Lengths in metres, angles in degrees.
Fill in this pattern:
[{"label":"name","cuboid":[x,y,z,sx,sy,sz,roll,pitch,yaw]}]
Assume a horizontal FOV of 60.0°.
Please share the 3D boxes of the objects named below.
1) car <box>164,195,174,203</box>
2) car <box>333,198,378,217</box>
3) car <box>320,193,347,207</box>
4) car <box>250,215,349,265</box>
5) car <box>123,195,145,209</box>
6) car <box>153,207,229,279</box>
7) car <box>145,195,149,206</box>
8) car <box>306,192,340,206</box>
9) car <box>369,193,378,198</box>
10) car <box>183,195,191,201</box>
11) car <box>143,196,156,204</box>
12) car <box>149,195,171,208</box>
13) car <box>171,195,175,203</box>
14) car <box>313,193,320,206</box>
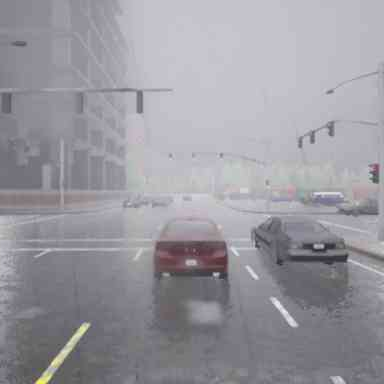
[{"label":"car","cuboid":[-4.574,1.377,66.347,1.837,1.490,4.892,0,0,-1]},{"label":"car","cuboid":[16.409,1.541,30.758,5.357,1.411,2.033,0,0,-1]},{"label":"car","cuboid":[24.338,1.339,56.253,3.806,1.475,1.970,0,0,0]},{"label":"car","cuboid":[3.409,1.525,11.590,2.033,1.411,5.357,0,0,-1]},{"label":"car","cuboid":[-7.905,1.408,43.974,2.128,1.511,4.902,0,0,-1]},{"label":"car","cuboid":[-0.052,1.458,10.067,1.882,1.535,5.008,0,0,-1]},{"label":"car","cuboid":[-7.999,1.251,53.186,2.097,1.767,4.553,0,0,0]},{"label":"car","cuboid":[24.262,1.086,61.831,4.605,1.855,1.932,0,0,0]},{"label":"car","cuboid":[39.298,1.073,67.451,4.605,1.855,1.932,0,0,0]},{"label":"car","cuboid":[-1.239,1.440,80.606,1.895,1.301,4.718,0,0,-1]},{"label":"car","cuboid":[-8.050,1.443,63.149,1.994,1.385,4.181,0,0,-1]},{"label":"car","cuboid":[-4.427,1.389,46.269,1.882,1.535,5.008,0,0,-1]},{"label":"car","cuboid":[-4.523,1.440,56.227,2.033,1.411,5.357,0,0,0]},{"label":"car","cuboid":[24.325,1.301,59.148,3.905,1.438,1.784,0,0,0]}]
